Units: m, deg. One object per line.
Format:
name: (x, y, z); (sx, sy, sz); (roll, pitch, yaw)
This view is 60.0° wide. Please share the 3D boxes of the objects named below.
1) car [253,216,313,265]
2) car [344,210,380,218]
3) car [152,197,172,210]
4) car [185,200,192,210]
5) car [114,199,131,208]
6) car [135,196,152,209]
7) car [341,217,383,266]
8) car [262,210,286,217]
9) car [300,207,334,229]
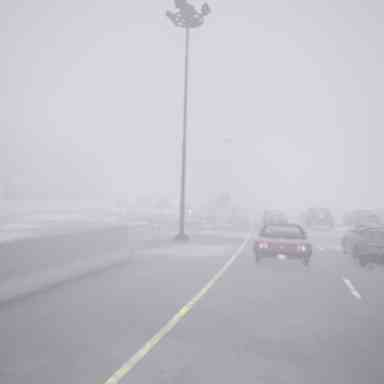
car: (3.511, 1.866, 12.979); (1.895, 1.301, 4.718); (1, -1, 15)
car: (13.819, 2.228, 27.253); (2.128, 1.511, 4.902); (1, -1, 10)
car: (-4.525, 1.776, 53.414); (2.150, 2.045, 5.566); (2, -1, 3)
car: (-0.954, 2.162, 55.713); (1.882, 1.535, 5.008); (2, -1, 2)
car: (-11.458, 1.888, 55.235); (1.837, 1.490, 4.892); (2, -1, 2)
car: (-7.935, 1.704, 55.361); (2.150, 2.045, 5.566); (2, -1, 2)
car: (7.061, 1.926, 12.719); (1.994, 1.385, 4.181); (1, -1, 15)
car: (6.850, 2.151, 28.035); (1.895, 1.301, 4.718); (1, -1, 10)
car: (10.377, 1.999, 27.867); (2.097, 1.767, 4.553); (1, -1, 10)
